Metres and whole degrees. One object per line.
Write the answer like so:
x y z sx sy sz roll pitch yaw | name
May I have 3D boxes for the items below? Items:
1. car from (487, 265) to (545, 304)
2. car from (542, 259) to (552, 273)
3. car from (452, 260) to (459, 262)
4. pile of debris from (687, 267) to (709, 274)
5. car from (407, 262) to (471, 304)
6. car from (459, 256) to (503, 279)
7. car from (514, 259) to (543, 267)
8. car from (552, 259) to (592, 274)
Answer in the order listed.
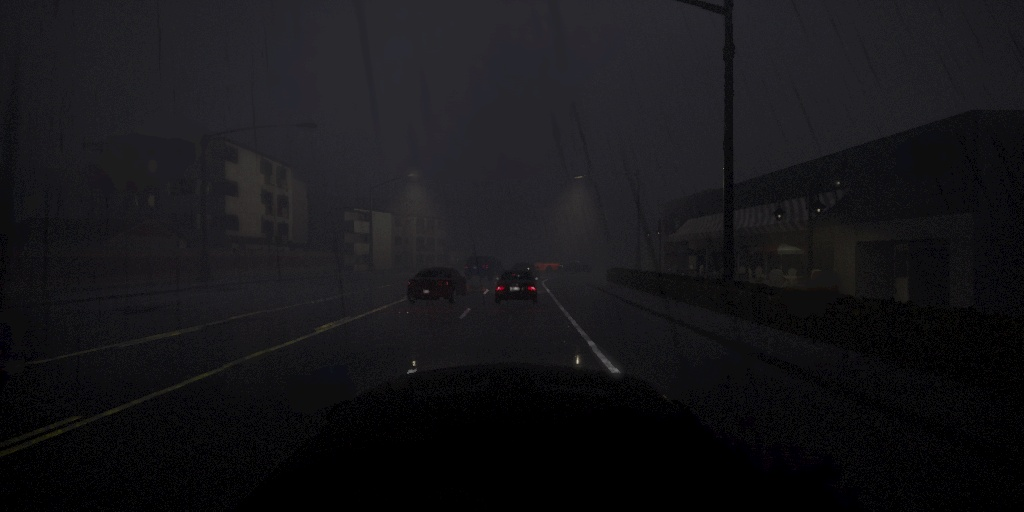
0.217 1.313 16.367 2.033 1.411 5.357 0 0 1 | car
4.749 1.116 43.113 4.553 1.767 2.097 0 0 -44 | car
-6.821 1.270 45.722 2.128 1.511 4.902 0 0 36 | car
24.422 1.924 46.749 1.860 0.140 1.500 0 0 0 | pile of debris
-3.282 1.235 16.454 1.882 1.535 5.008 0 0 1 | car
-2.280 1.008 31.026 2.150 2.045 5.566 0 0 14 | car
1.105 1.266 30.139 1.837 1.490 4.892 0 0 14 | car
7.195 1.245 40.608 4.902 1.511 2.128 0 0 -44 | car
